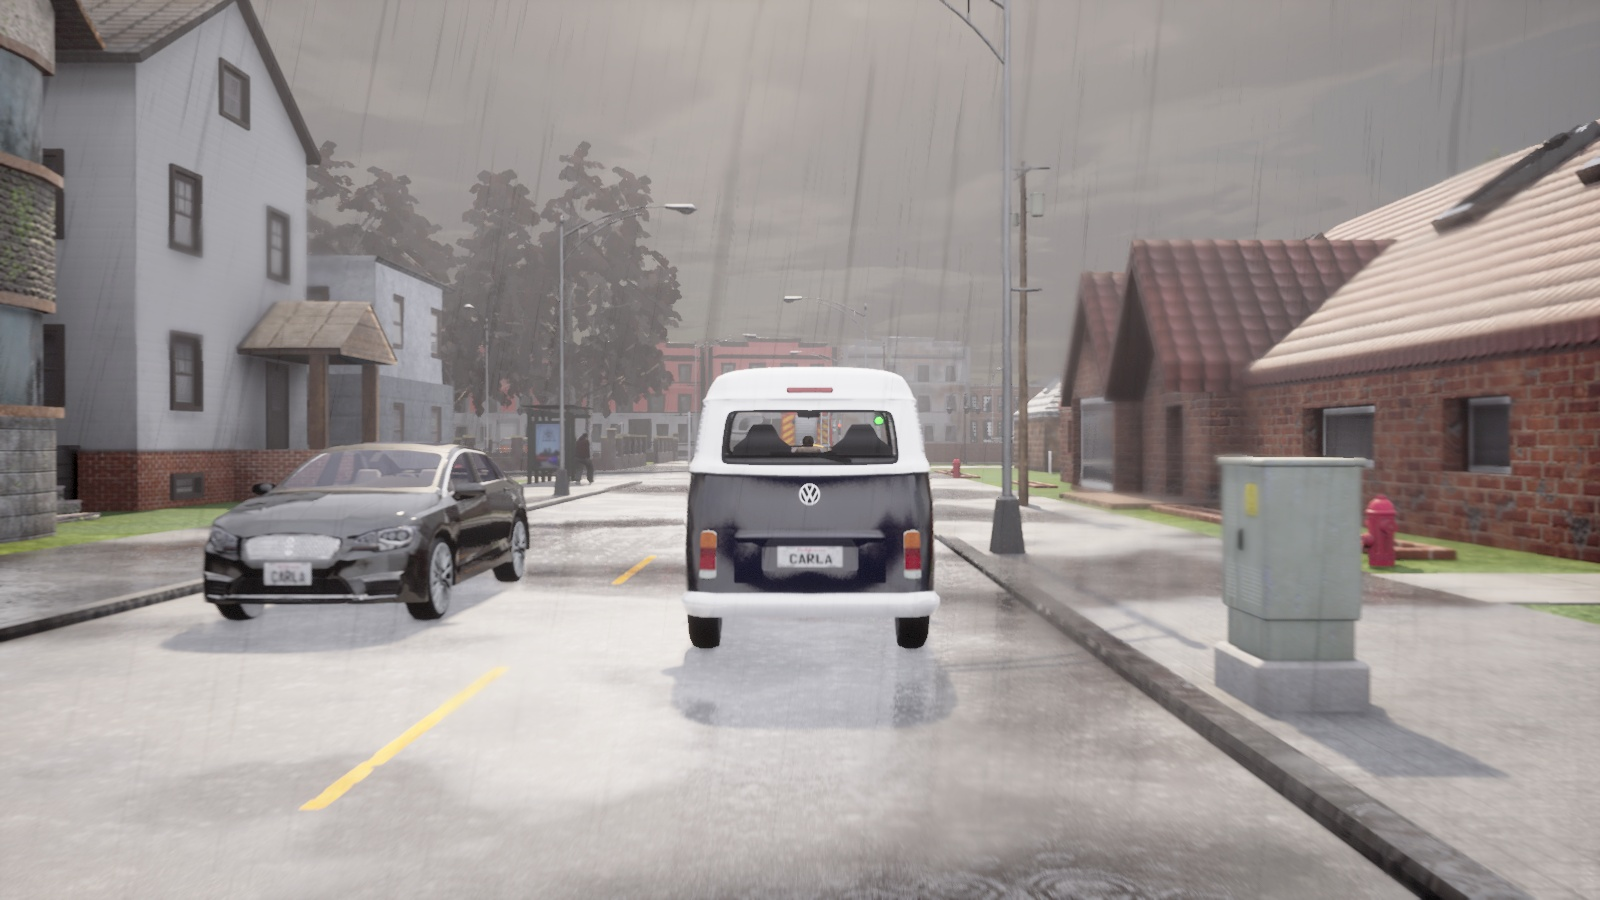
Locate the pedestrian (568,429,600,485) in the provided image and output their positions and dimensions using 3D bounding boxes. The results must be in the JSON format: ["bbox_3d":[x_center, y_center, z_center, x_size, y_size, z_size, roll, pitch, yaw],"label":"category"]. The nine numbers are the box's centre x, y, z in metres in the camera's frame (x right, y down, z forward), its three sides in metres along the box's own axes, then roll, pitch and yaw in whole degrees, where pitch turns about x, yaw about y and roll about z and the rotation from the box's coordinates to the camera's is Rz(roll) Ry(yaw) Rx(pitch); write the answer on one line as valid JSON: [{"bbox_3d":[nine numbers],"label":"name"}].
[{"bbox_3d":[-7.162,0.216,41.617,0.634,1.844,0.899,0,0,29],"label":"pedestrian"}]

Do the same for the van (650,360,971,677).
[{"bbox_3d":[0.076,0.415,10.331,2.069,2.038,4.480,0,1,0],"label":"van"}]

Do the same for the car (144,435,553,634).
[{"bbox_3d":[-3.914,0.632,11.997,2.128,1.511,4.902,0,0,0],"label":"car"}]

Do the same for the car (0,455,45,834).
[{"bbox_3d":[-3.970,0.754,2.729,1.812,1.442,4.674,0,0,0],"label":"car"}]
